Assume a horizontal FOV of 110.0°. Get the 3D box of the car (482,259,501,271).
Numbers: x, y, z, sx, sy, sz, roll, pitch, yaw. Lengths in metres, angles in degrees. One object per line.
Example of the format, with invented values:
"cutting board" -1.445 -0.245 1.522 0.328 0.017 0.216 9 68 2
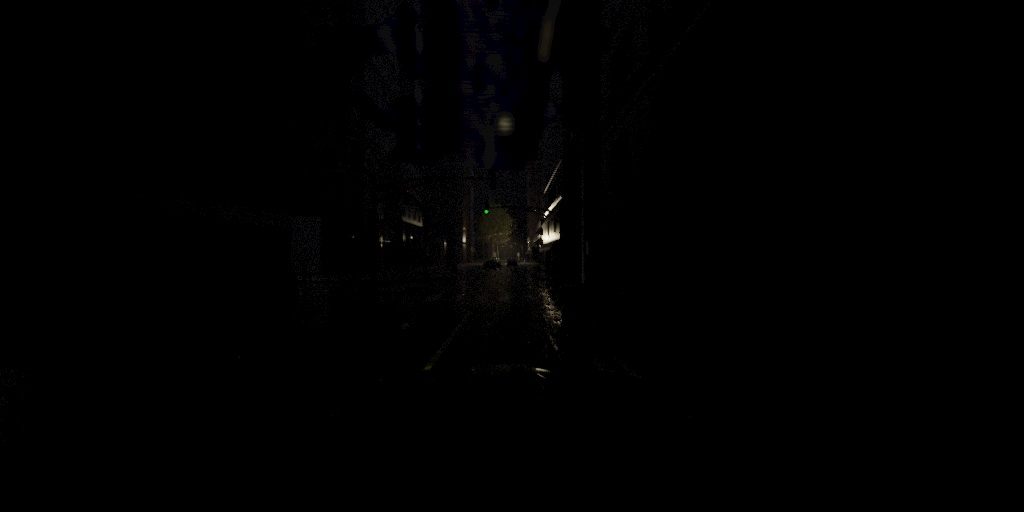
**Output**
"car" -3.066 1.293 50.443 2.033 1.411 5.357 0 0 0
